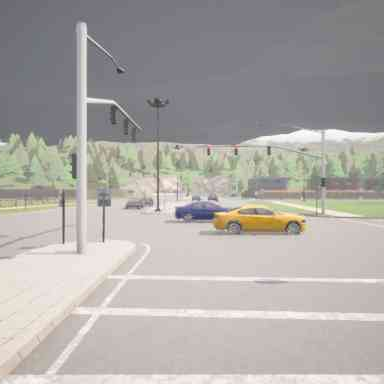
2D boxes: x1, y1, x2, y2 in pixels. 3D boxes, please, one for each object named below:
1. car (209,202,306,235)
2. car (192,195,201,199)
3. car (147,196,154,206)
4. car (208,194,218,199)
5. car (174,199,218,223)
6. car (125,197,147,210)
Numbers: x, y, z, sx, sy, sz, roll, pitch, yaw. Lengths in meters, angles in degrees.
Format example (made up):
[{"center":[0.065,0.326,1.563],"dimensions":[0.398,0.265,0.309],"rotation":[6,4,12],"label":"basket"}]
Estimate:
[{"center":[3.602,1.477,18.061],"dimensions":[5.008,1.535,1.882],"rotation":[0,0,0],"label":"car"},{"center":[0.866,1.358,69.850],"dimensions":[2.128,1.511,4.902],"rotation":[0,0,1],"label":"car"},{"center":[-7.430,1.491,54.373],"dimensions":[2.128,1.511,4.902],"rotation":[0,0,1],"label":"car"},{"center":[4.366,1.188,69.775],"dimensions":[2.097,1.767,4.553],"rotation":[0,0,1],"label":"car"},{"center":[1.158,1.477,25.077],"dimensions":[5.008,1.535,1.882],"rotation":[0,0,0],"label":"car"},{"center":[-7.577,1.526,44.005],"dimensions":[1.812,1.442,4.674],"rotation":[0,0,0],"label":"car"}]
